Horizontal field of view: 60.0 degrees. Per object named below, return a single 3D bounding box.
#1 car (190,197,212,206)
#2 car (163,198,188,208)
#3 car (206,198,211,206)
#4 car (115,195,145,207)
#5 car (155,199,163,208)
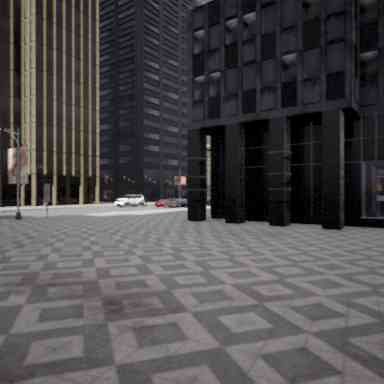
[{"bbox_3d":[1.679,1.769,61.842,1.812,1.442,4.674,0,0,36],"label":"car"},{"bbox_3d":[-1.692,1.710,51.461,2.128,1.511,4.902,0,0,36],"label":"car"},{"bbox_3d":[4.322,1.711,59.951,1.882,1.535,5.008,0,0,36],"label":"car"},{"bbox_3d":[-10.432,1.472,56.189,2.150,2.045,5.566,0,-1,36],"label":"car"},{"bbox_3d":[-4.052,1.793,53.733,1.994,1.385,4.181,0,0,36],"label":"car"}]
